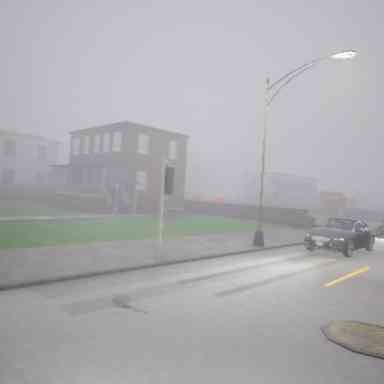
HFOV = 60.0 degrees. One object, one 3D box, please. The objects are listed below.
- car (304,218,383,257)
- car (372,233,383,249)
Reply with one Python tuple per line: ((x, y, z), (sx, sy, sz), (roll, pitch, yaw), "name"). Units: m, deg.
((6.924, 1.961, 15.364), (2.128, 1.511, 4.902), (3, 0, 44), "car")
((7.293, 2.015, 9.829), (2.033, 1.411, 5.357), (3, 0, 44), "car")
